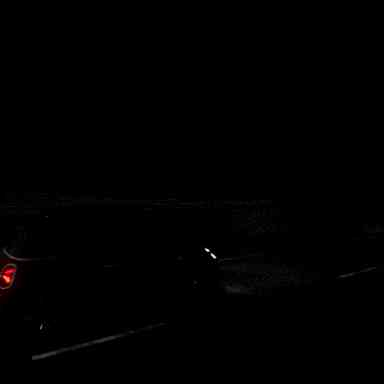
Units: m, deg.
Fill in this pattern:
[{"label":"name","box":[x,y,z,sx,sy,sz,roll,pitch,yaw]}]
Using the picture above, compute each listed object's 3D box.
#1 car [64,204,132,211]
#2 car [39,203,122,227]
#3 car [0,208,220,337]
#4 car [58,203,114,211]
[{"label":"car","box":[-3.907,1.556,18.402,5.357,1.411,2.033,0,0,-35]},{"label":"car","box":[-7.971,1.555,24.101,5.357,1.411,2.033,0,0,-36]},{"label":"car","box":[-1.586,1.355,6.913,4.553,1.767,2.097,0,0,-36]},{"label":"car","box":[-5.826,1.486,21.332,5.008,1.535,1.882,0,0,-36]}]
